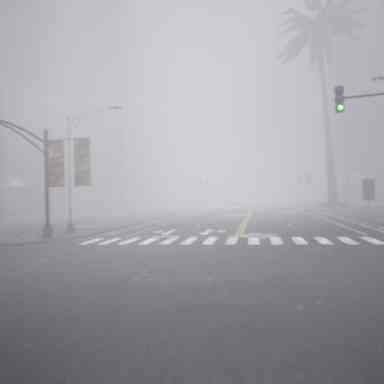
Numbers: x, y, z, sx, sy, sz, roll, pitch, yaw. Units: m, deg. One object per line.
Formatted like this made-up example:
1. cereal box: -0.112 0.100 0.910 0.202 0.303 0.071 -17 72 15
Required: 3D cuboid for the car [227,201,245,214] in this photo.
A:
1. car: 5.488 1.911 41.290 1.812 1.442 4.674 -2 0 11
